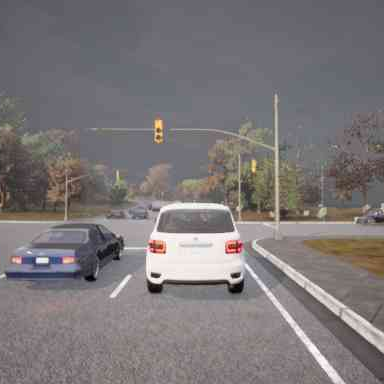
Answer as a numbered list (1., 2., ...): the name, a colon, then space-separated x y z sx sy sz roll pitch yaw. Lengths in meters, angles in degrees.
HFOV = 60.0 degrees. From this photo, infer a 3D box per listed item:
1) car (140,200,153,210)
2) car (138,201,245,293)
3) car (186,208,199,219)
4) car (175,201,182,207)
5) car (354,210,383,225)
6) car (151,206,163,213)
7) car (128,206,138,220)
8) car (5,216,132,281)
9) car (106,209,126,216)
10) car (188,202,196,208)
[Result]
1. car: -10.494 3.063 77.202 2.150 2.045 5.566 0 0 0
2. car: 0.084 1.321 9.232 2.150 2.045 5.566 0 -1 0
3. car: 0.104 3.161 49.334 1.837 1.490 4.892 0 -2 0
4. car: -3.587 3.101 87.496 1.882 1.535 5.008 0 0 -3
5. car: 18.624 2.501 32.928 4.902 1.511 2.128 0 -3 -3
6. car: -7.010 3.488 67.263 1.895 1.301 4.718 0 0 0
7. car: -7.084 3.095 45.848 2.033 1.411 5.357 0 -2 0
8. car: -3.416 1.665 10.087 2.033 1.411 5.357 0 -1 0
9. car: -10.588 3.132 46.451 1.994 1.385 4.181 0 -2 0
10. car: -0.038 3.306 84.934 1.837 1.490 4.892 0 0 -1
